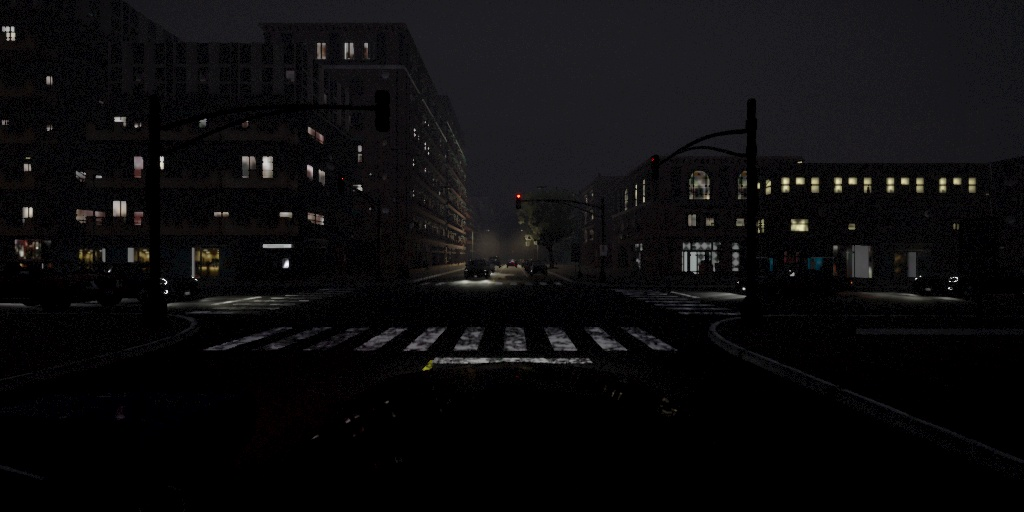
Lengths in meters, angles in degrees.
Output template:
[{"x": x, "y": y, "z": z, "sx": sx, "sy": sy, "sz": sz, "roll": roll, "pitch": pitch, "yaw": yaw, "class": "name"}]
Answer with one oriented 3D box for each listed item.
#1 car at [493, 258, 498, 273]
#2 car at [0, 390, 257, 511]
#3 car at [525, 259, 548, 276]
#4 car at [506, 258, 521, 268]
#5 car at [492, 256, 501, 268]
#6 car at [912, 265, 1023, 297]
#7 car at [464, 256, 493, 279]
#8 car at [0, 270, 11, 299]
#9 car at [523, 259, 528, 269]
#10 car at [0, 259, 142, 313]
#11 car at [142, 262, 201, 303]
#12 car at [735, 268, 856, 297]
[{"x": -3.094, "y": 1.317, "z": 44.365, "sx": 1.812, "sy": 1.442, "sz": 4.674, "roll": 0, "pitch": 0, "yaw": 0, "class": "car"}, {"x": -3.100, "y": 1.351, "z": 0.787, "sx": 1.895, "sy": 1.301, "sz": 4.718, "roll": 0, "pitch": 0, "yaw": 0, "class": "car"}, {"x": 2.692, "y": 1.330, "z": 36.841, "sx": 2.007, "sy": 1.370, "sz": 4.403, "roll": 0, "pitch": 0, "yaw": 0, "class": "car"}, {"x": 0.003, "y": 1.319, "z": 63.198, "sx": 2.128, "sy": 1.511, "sz": 4.902, "roll": 0, "pitch": 0, "yaw": 0, "class": "car"}, {"x": -3.058, "y": 1.047, "z": 61.590, "sx": 2.150, "sy": 2.045, "sz": 5.566, "roll": 0, "pitch": 0, "yaw": 0, "class": "car"}, {"x": 24.524, "y": 1.219, "z": 19.206, "sx": 4.553, "sy": 1.767, "sz": 2.097, "roll": 0, "pitch": 0, "yaw": 0, "class": "car"}, {"x": -3.070, "y": 1.124, "z": 32.300, "sx": 2.097, "sy": 1.767, "sz": 4.553, "roll": 0, "pitch": 0, "yaw": -1, "class": "car"}, {"x": -25.582, "y": 1.274, "z": 15.653, "sx": 4.718, "sy": 1.301, "sz": 1.895, "roll": 0, "pitch": 0, "yaw": 0, "class": "car"}, {"x": 2.693, "y": 1.228, "z": 42.538, "sx": 1.967, "sy": 1.591, "sz": 4.097, "roll": 0, "pitch": 0, "yaw": 0, "class": "car"}, {"x": -17.276, "y": 1.013, "z": 13.123, "sx": 5.009, "sy": 1.841, "sz": 2.192, "roll": 0, "pitch": 0, "yaw": 0, "class": "car"}, {"x": -16.526, "y": 1.053, "z": 15.739, "sx": 4.553, "sy": 1.767, "sz": 2.097, "roll": 0, "pitch": 0, "yaw": -1, "class": "car"}, {"x": 15.025, "y": 1.372, "z": 19.140, "sx": 5.357, "sy": 1.411, "sz": 2.033, "roll": 0, "pitch": 0, "yaw": 0, "class": "car"}]
